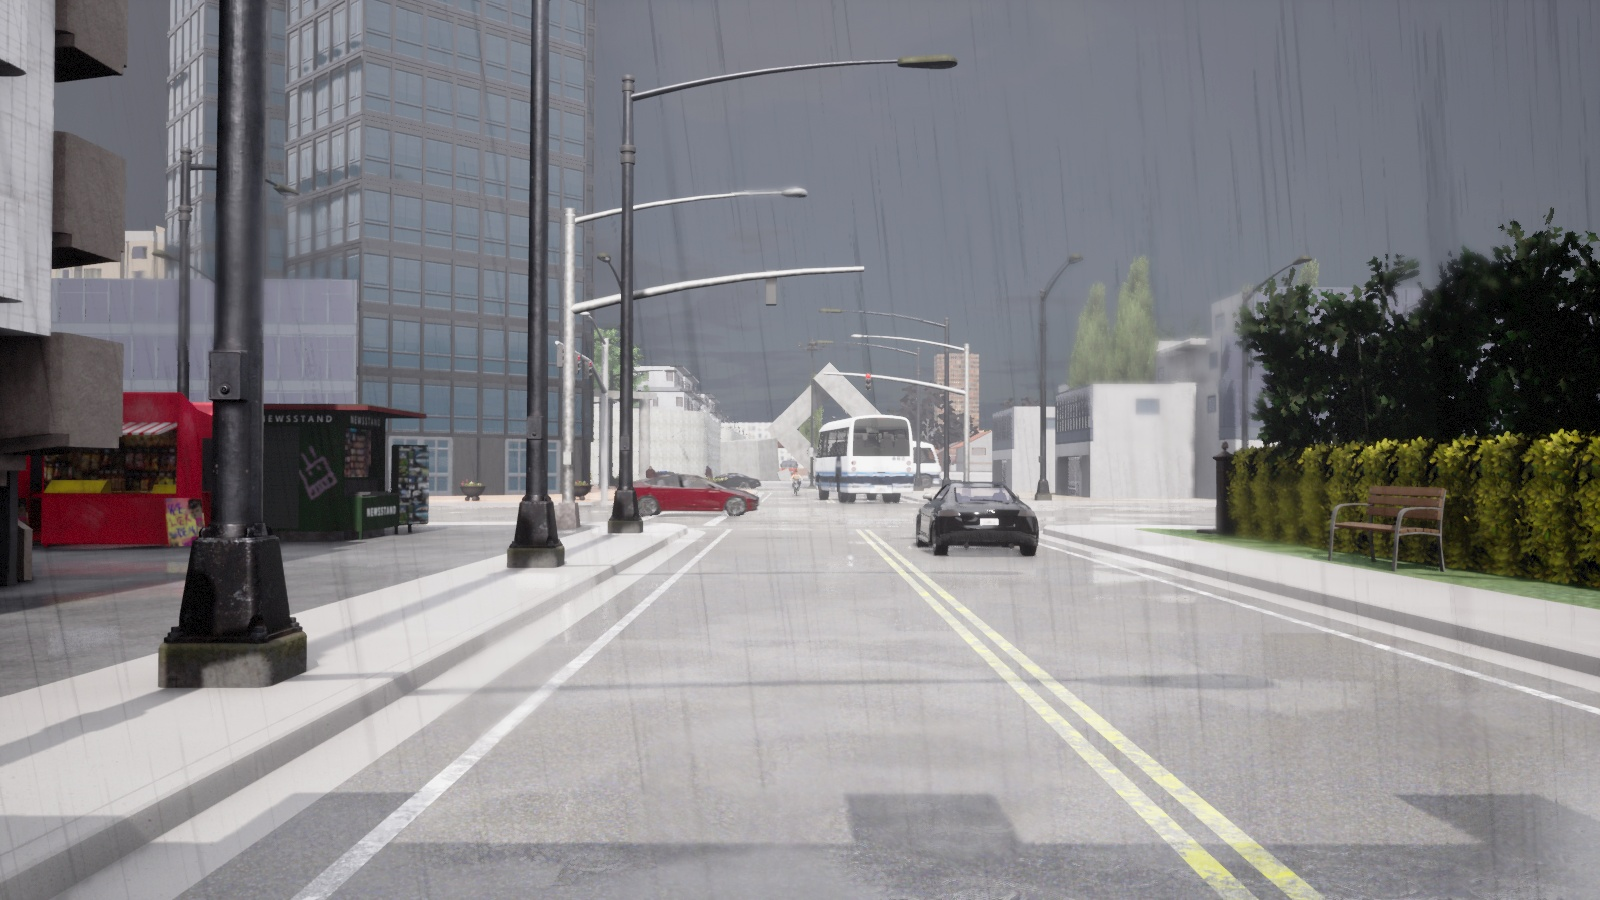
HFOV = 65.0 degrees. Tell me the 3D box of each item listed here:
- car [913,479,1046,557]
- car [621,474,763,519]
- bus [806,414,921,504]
[{"bbox_3d":[3.437,1.280,24.800,1.994,1.385,4.181,0,-1,0],"label":"car"},{"bbox_3d":[-3.729,1.605,43.966,4.792,1.488,2.163,0,-1,-1],"label":"car"},{"bbox_3d":[3.052,0.513,64.891,3.944,4.253,10.273,0,-1,-9],"label":"bus"}]
